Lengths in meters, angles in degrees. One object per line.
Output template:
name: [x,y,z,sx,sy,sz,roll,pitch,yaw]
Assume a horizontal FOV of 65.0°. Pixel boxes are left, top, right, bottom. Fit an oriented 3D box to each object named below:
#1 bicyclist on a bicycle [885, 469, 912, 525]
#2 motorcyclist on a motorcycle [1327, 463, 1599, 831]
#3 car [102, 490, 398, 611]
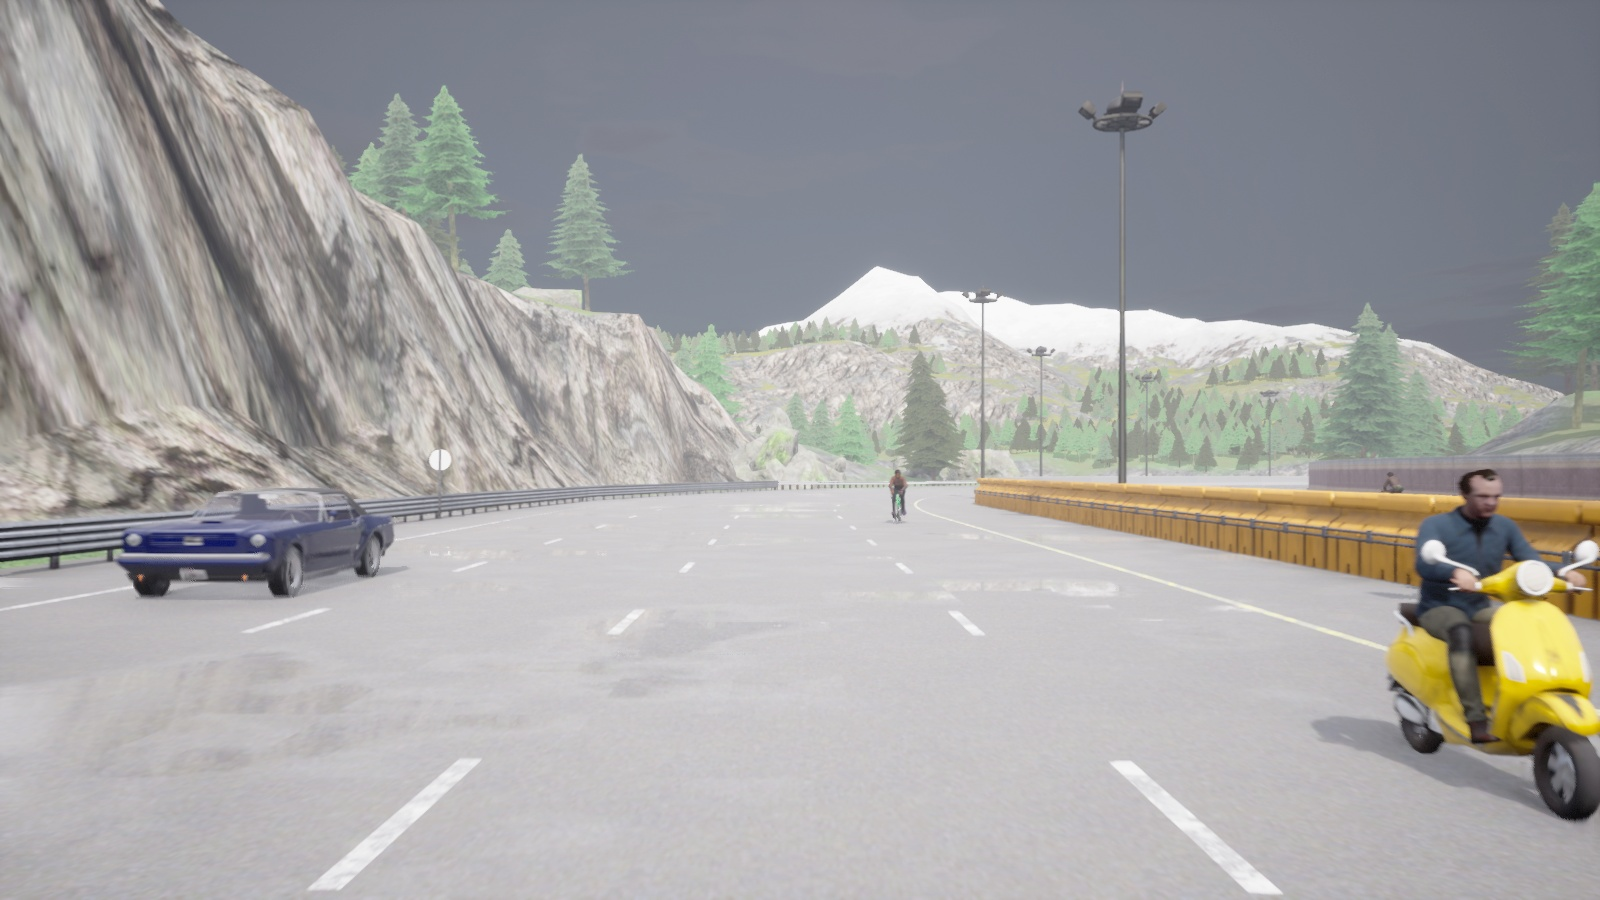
bicyclist on a bicycle: [2.941,1.382,37.391,0.582,1.620,1.656,-1,-1,11]
motorcyclist on a motorcycle: [3.487,0.861,6.345,0.866,1.590,1.817,0,-1,0]
car: [-7.032,1.223,16.698,1.895,1.301,4.718,0,-1,0]
